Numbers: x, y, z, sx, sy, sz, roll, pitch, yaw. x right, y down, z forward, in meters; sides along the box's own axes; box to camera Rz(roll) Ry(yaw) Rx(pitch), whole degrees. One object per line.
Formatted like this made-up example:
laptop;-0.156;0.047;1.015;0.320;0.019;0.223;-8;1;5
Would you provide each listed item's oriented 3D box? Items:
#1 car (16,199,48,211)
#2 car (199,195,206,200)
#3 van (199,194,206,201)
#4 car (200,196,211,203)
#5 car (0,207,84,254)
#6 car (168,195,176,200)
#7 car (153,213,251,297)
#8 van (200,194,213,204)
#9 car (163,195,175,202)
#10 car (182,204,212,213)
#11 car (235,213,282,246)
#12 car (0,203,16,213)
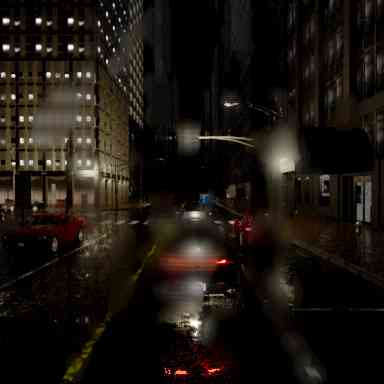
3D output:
car;-18.470;1.497;37.262;4.403;1.369;2.008;0;0;1
car;2.816;1.545;92.661;1.802;1.307;4.206;0;0;0
van;2.807;1.309;86.964;1.690;1.788;3.998;0;0;0
car;2.784;1.530;69.874;2.008;1.369;4.403;0;0;0
car;-5.806;1.542;13.523;1.887;1.381;4.507;0;0;0
car;-5.564;1.529;92.674;1.947;1.339;4.313;0;0;0
car;0.110;1.503;8.535;1.837;1.490;4.892;0;0;0
van;2.766;1.326;58.481;1.690;1.788;3.998;0;0;0
car;-5.589;1.521;75.583;1.887;1.381;4.507;0;0;0
car;0.125;1.561;17.411;1.994;1.385;4.181;0;0;0
car;2.835;1.579;14.888;1.802;1.307;4.206;0;0;0
car;-18.569;1.307;28.881;5.009;1.841;2.192;0;0;1
